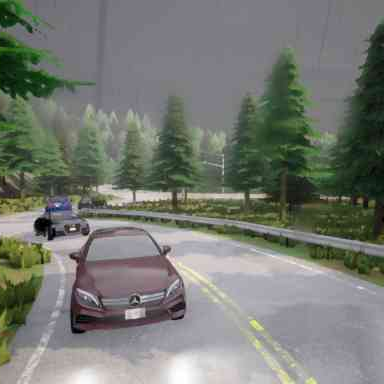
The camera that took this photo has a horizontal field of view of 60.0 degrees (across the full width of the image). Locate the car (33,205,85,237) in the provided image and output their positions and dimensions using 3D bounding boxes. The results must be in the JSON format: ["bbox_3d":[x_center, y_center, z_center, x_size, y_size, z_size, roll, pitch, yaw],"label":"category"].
[{"bbox_3d":[-7.052,1.664,17.793,1.994,1.385,4.181,-4,2,-38],"label":"car"}]

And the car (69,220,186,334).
[{"bbox_3d":[-1.519,1.523,7.078,1.812,1.442,4.674,-2,0,-17],"label":"car"}]

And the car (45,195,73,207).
[{"bbox_3d":[-12.852,1.326,32.230,2.150,2.045,5.566,-1,0,-18],"label":"car"}]

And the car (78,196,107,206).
[{"bbox_3d":[-12.705,1.289,42.819,2.097,1.767,4.553,2,2,13],"label":"car"}]
